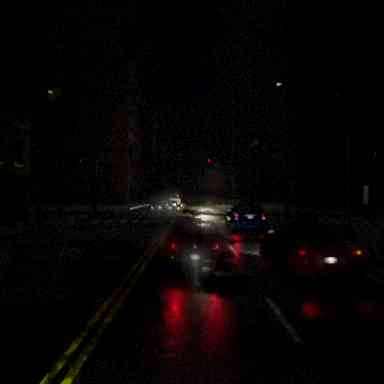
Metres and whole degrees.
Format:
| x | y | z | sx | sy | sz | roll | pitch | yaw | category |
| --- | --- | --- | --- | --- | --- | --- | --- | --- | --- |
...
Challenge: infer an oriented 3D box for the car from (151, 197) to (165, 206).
| x | y | z | sx | sy | sz | roll | pitch | yaw | category |
| --- | --- | --- | --- | --- | --- | --- | --- | --- | --- |
| -6.523 | 1.964 | 62.211 | 1.994 | 1.385 | 4.181 | 0 | 0 | 1 | car |

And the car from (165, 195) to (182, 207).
| x | y | z | sx | sy | sz | roll | pitch | yaw | category |
| --- | --- | --- | --- | --- | --- | --- | --- | --- | --- |
| -3.268 | 1.622 | 62.162 | 2.150 | 2.045 | 5.566 | 0 | 0 | 1 | car |

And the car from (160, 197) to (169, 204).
| x | y | z | sx | sy | sz | roll | pitch | yaw | category |
| --- | --- | --- | --- | --- | --- | --- | --- | --- | --- |
| -6.481 | 1.998 | 78.438 | 1.812 | 1.442 | 4.674 | 0 | 0 | 0 | car |

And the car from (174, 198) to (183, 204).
| x | y | z | sx | sy | sz | roll | pitch | yaw | category |
| --- | --- | --- | --- | --- | --- | --- | --- | --- | --- |
| -3.231 | 2.070 | 78.393 | 1.895 | 1.301 | 4.718 | 0 | 0 | 0 | car |

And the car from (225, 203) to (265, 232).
| x | y | z | sx | sy | sz | roll | pitch | yaw | category |
| --- | --- | --- | --- | --- | --- | --- | --- | --- | --- |
| 3.355 | 1.484 | 21.263 | 2.097 | 1.767 | 4.553 | 0 | 0 | 0 | car |

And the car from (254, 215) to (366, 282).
| x | y | z | sx | sy | sz | roll | pitch | yaw | category |
| --- | --- | --- | --- | --- | --- | --- | --- | --- | --- |
| 3.352 | 1.626 | 10.029 | 1.994 | 1.385 | 4.181 | 0 | 0 | 0 | car |

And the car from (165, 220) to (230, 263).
| x | y | z | sx | sy | sz | roll | pitch | yaw | category |
| --- | --- | --- | --- | --- | --- | --- | --- | --- | --- |
| 0.104 | 1.677 | 12.209 | 1.895 | 1.301 | 4.718 | 0 | 0 | 0 | car |
